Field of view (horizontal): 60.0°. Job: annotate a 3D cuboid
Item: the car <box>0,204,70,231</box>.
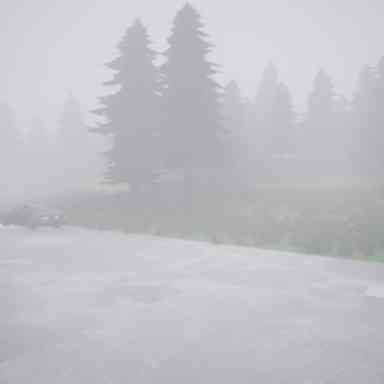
[{"bbox_3d":[-9.462,1.431,19.786,5.357,1.411,2.033,1,0,36],"label":"car"}]
